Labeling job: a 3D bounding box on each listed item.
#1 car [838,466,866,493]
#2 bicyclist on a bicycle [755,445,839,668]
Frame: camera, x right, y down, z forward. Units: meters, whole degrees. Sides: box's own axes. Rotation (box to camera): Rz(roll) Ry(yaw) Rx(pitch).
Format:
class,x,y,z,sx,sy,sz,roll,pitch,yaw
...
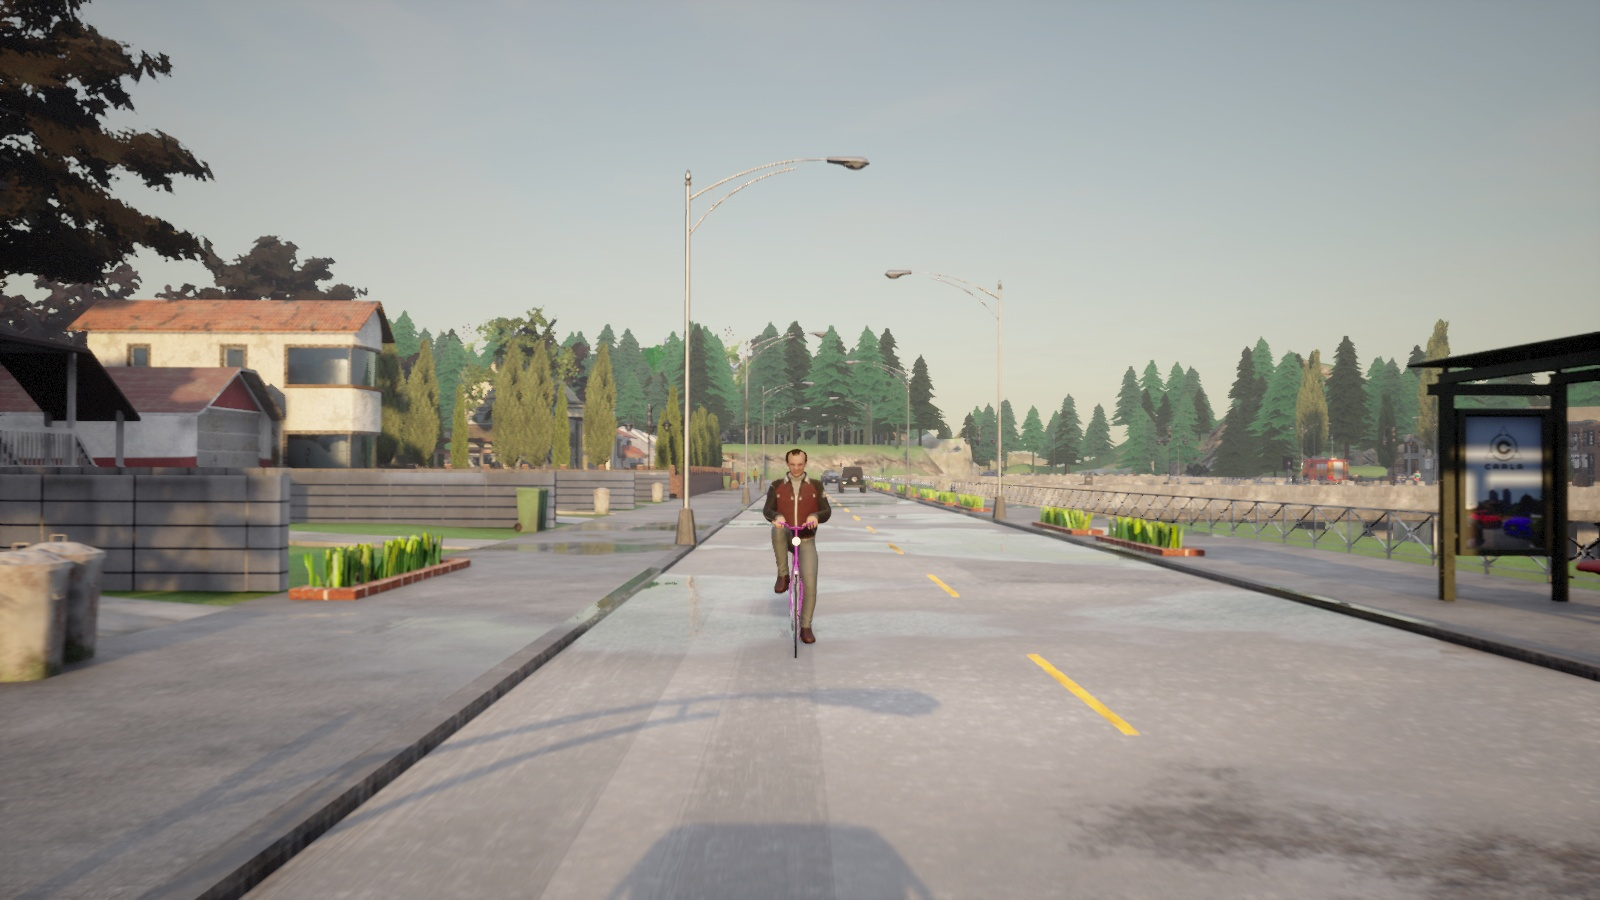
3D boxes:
class,x,y,z,sx,sy,sz,roll,pitch,yaw
car,3.784,2.129,91.617,1.905,1.878,3.866,0,-1,0
bicyclist on a bicycle,-0.026,0.869,10.965,0.659,1.776,1.843,0,-1,0
